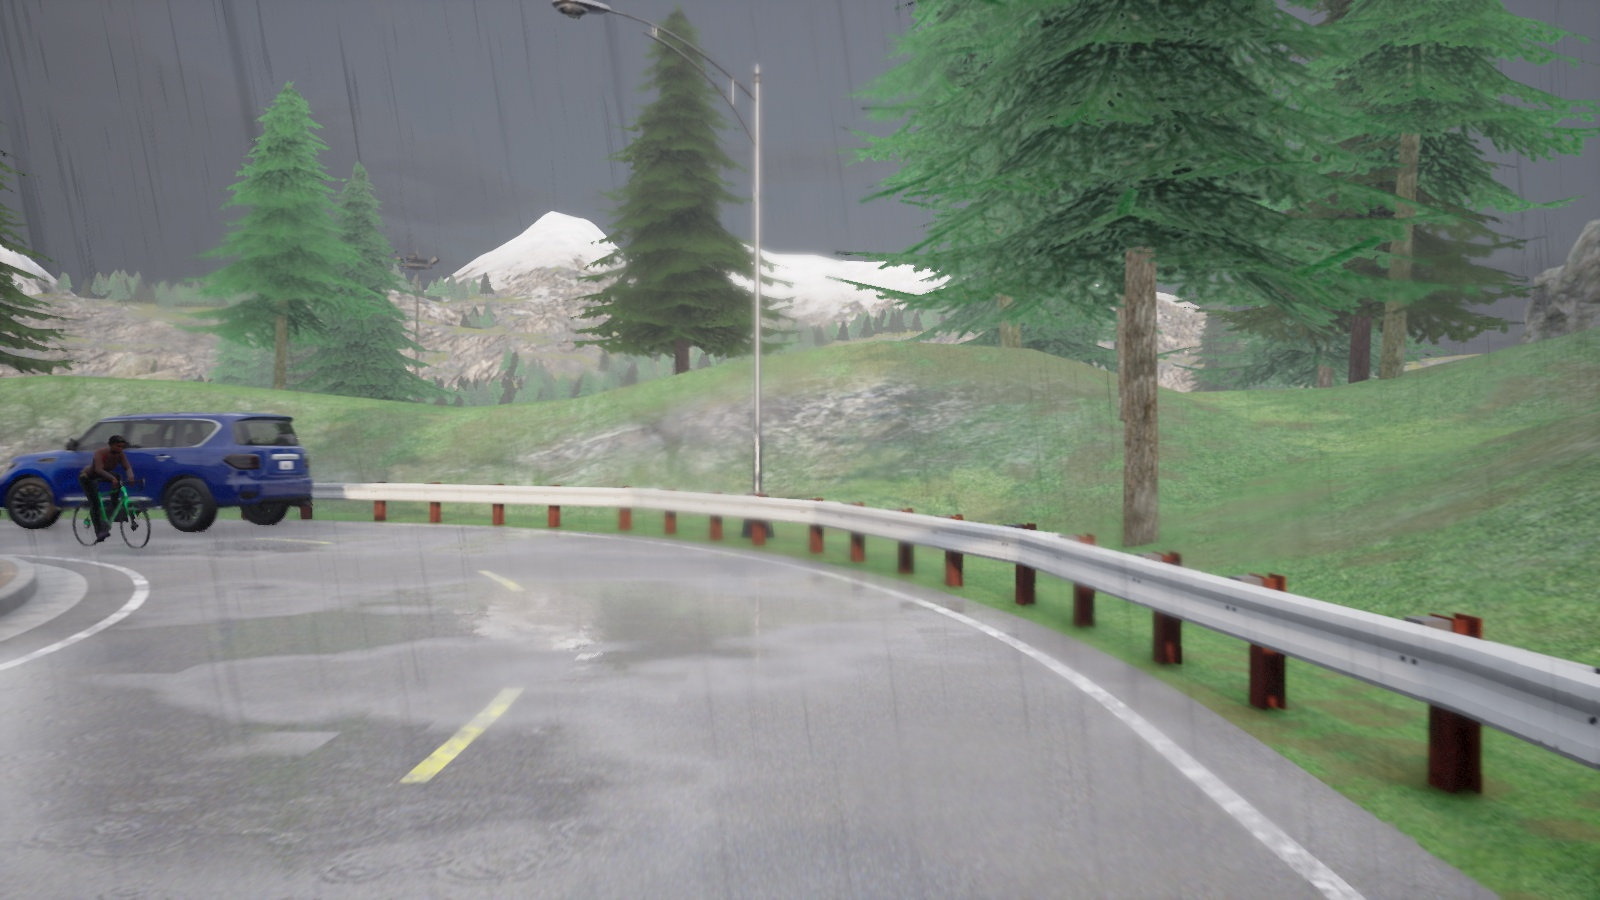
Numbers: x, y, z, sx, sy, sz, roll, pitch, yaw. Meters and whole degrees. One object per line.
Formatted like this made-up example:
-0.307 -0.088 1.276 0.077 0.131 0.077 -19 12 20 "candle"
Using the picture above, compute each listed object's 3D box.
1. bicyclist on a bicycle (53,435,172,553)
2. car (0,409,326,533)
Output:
-9.815 0.596 17.928 1.656 1.620 0.582 0 2 25 "bicyclist on a bicycle"
-11.517 0.340 22.349 5.566 2.045 2.150 0 0 15 "car"
